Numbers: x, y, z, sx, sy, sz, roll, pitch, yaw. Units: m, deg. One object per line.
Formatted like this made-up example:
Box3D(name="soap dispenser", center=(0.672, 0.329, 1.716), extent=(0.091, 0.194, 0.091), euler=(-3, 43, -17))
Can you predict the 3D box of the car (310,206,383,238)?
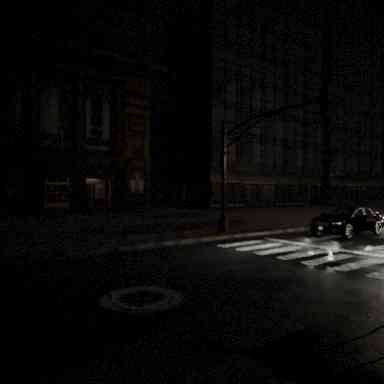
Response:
Box3D(name="car", center=(8.218, 1.485, 17.521), extent=(4.902, 1.511, 2.128), euler=(0, 0, -35))
